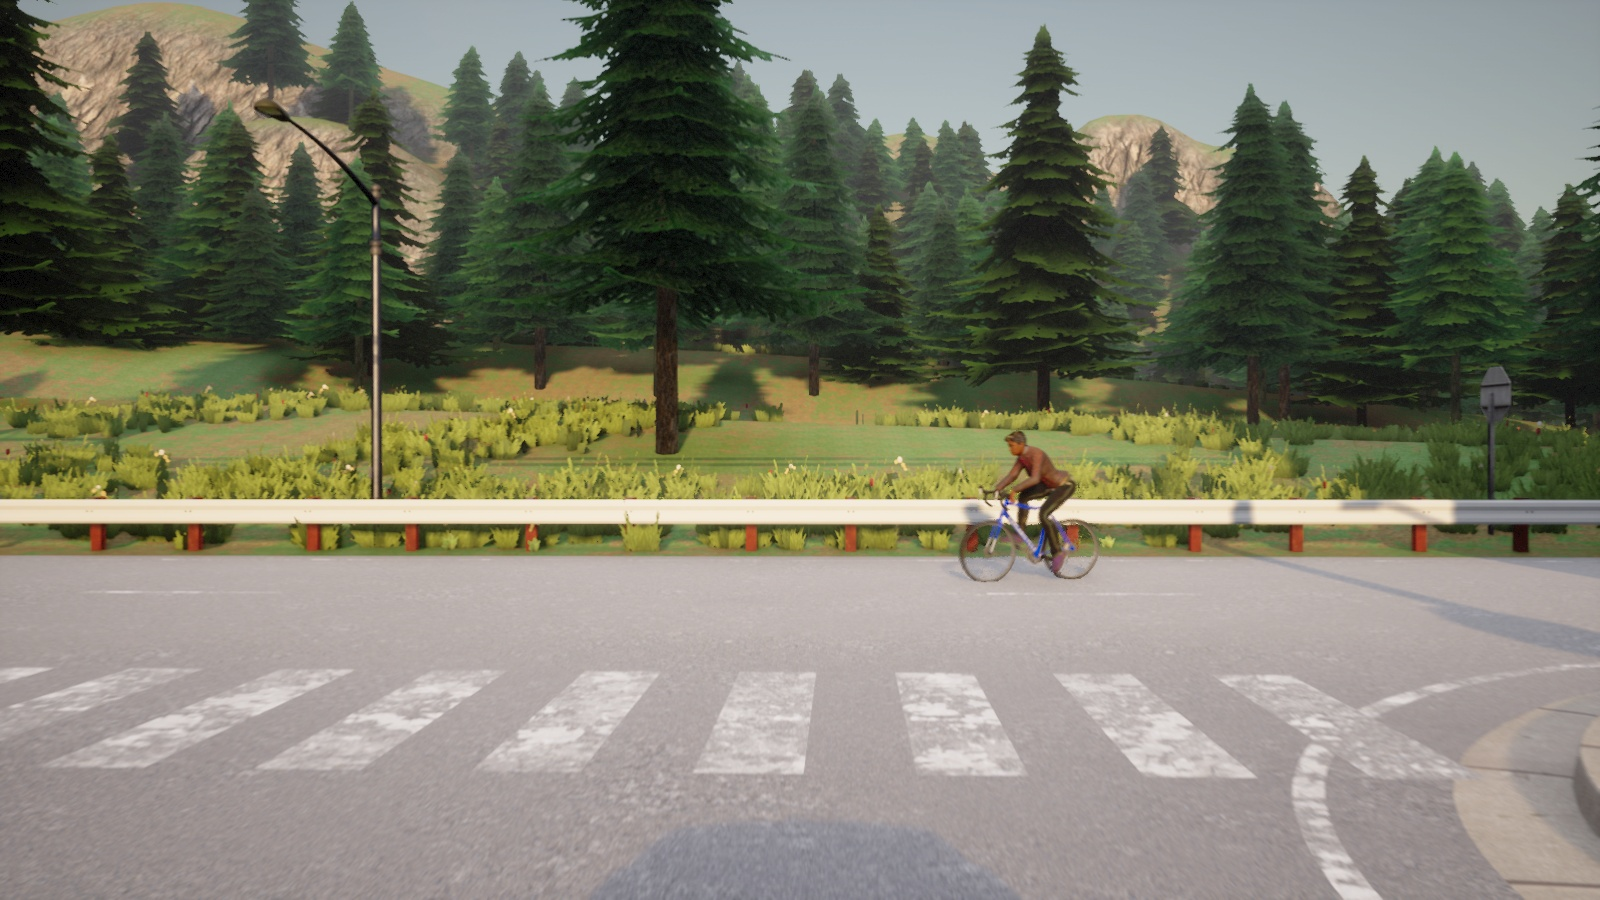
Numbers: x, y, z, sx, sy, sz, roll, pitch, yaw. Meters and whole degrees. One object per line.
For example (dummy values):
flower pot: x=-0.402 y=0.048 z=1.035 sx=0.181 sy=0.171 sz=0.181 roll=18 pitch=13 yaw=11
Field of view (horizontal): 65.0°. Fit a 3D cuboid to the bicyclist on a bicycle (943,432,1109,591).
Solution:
bicyclist on a bicycle: x=2.407 y=0.622 z=13.400 sx=1.656 sy=1.620 sz=0.582 roll=-1 pitch=1 yaw=-16
